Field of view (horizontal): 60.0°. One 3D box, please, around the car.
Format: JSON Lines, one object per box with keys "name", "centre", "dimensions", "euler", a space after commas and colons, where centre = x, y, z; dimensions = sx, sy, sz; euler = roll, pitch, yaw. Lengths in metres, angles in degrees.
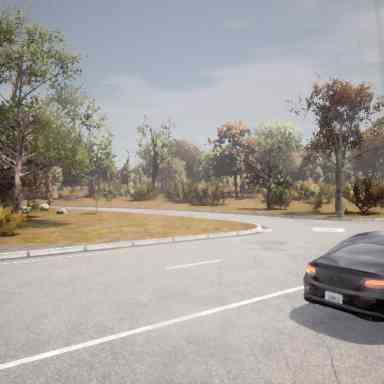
{"name": "car", "centre": [4.137, 1.526, 6.697], "dimensions": [4.674, 1.442, 1.812], "euler": [0, 0, -36]}
